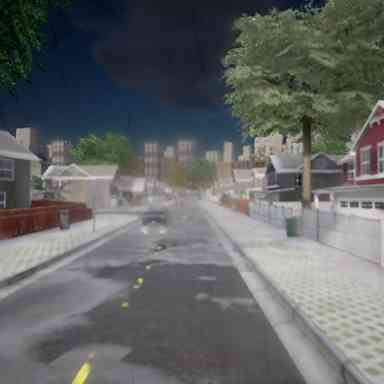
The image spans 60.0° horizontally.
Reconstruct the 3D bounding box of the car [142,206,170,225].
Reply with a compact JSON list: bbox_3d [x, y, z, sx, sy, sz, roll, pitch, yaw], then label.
[{"bbox_3d":[-2.743,1.810,26.520,2.033,1.411,5.357,0,-1,0],"label":"car"}]

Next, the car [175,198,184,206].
[{"bbox_3d":[-2.709,2.159,71.791,2.128,1.511,4.902,0,0,0],"label":"car"}]
